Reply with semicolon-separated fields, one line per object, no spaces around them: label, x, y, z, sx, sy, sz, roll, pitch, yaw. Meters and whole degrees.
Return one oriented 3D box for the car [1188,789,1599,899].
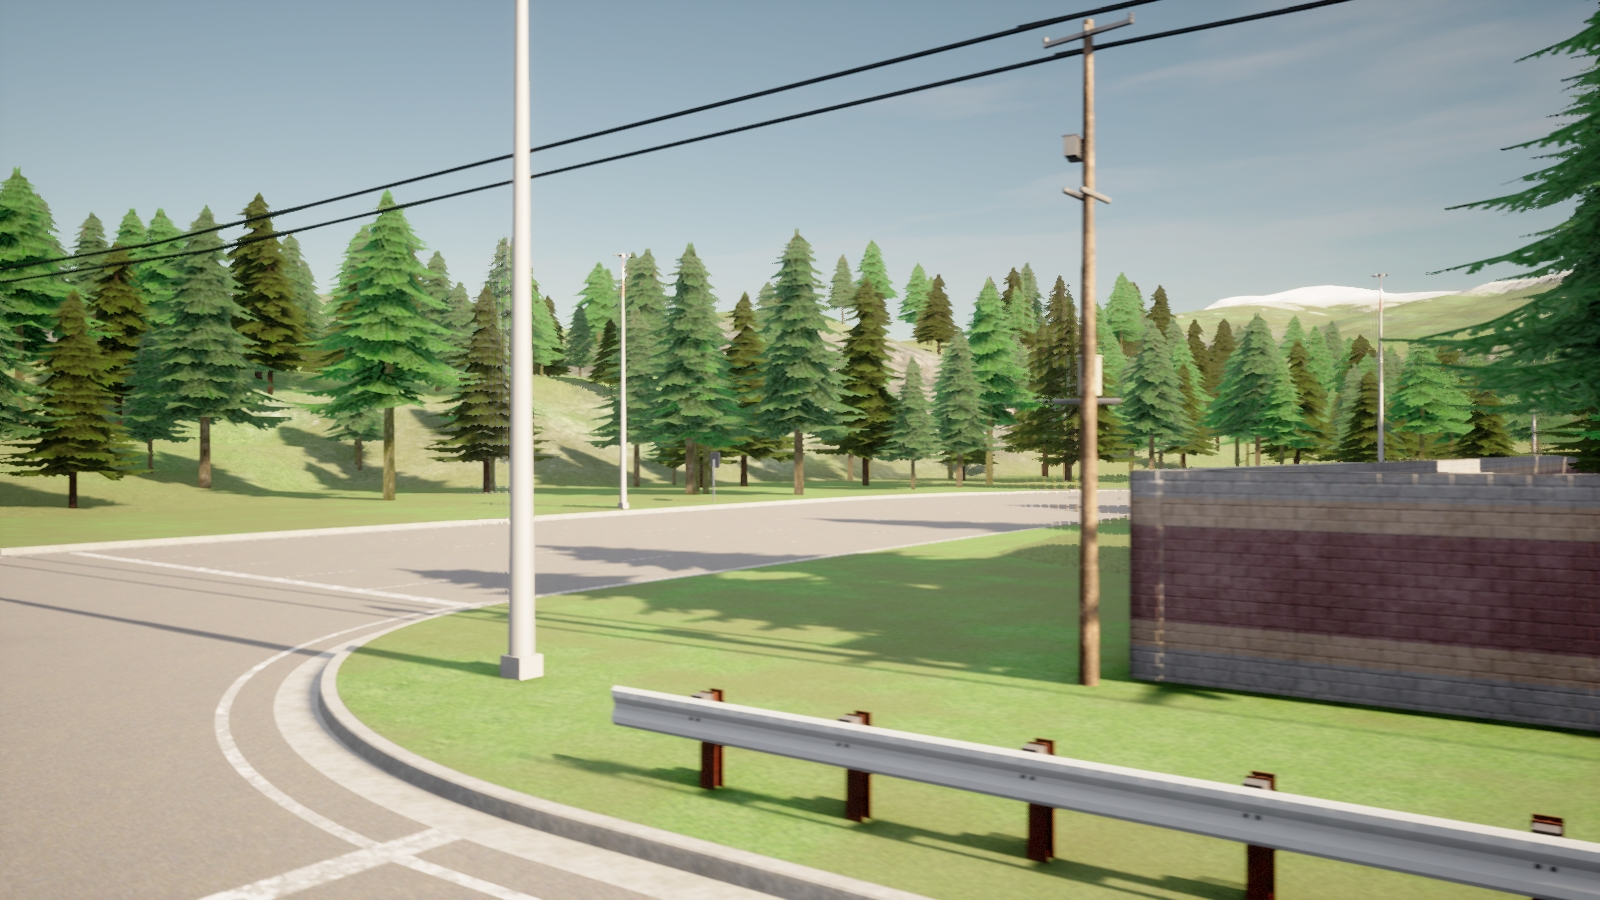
car;3.212;1.982;1.537;5.238;1.638;2.097;0;0;35
